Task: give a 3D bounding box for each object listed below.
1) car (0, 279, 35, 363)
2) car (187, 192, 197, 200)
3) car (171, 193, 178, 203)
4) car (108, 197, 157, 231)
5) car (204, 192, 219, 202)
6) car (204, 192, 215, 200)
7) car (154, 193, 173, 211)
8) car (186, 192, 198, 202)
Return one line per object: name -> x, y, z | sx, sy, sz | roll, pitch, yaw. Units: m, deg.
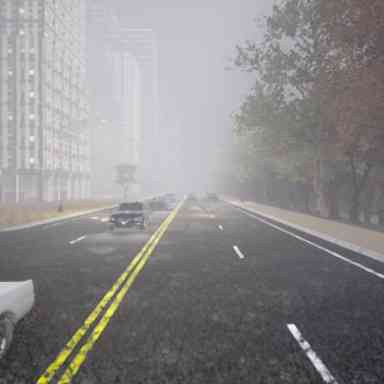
car -> -3.359, 1.601, 2.906 | 1.895, 1.301, 4.718 | 0, 1, 0
car -> 0.026, 0.750, 64.345 | 1.812, 1.442, 4.674 | 0, 1, 0
car -> -3.281, 0.894, 49.961 | 1.812, 1.442, 4.674 | 0, 0, 1
car -> -3.338, 1.242, 18.731 | 1.837, 1.490, 4.892 | 0, 1, 0
car -> 3.271, 0.870, 53.950 | 1.837, 1.490, 4.892 | 0, 1, 0
car -> 3.276, 0.724, 64.344 | 1.882, 1.535, 5.008 | 0, 1, 0
car -> -3.324, 1.127, 33.348 | 1.994, 1.385, 4.181 | 0, 1, 0
car -> 0.022, 0.891, 53.952 | 2.033, 1.411, 5.357 | 0, 1, 0
